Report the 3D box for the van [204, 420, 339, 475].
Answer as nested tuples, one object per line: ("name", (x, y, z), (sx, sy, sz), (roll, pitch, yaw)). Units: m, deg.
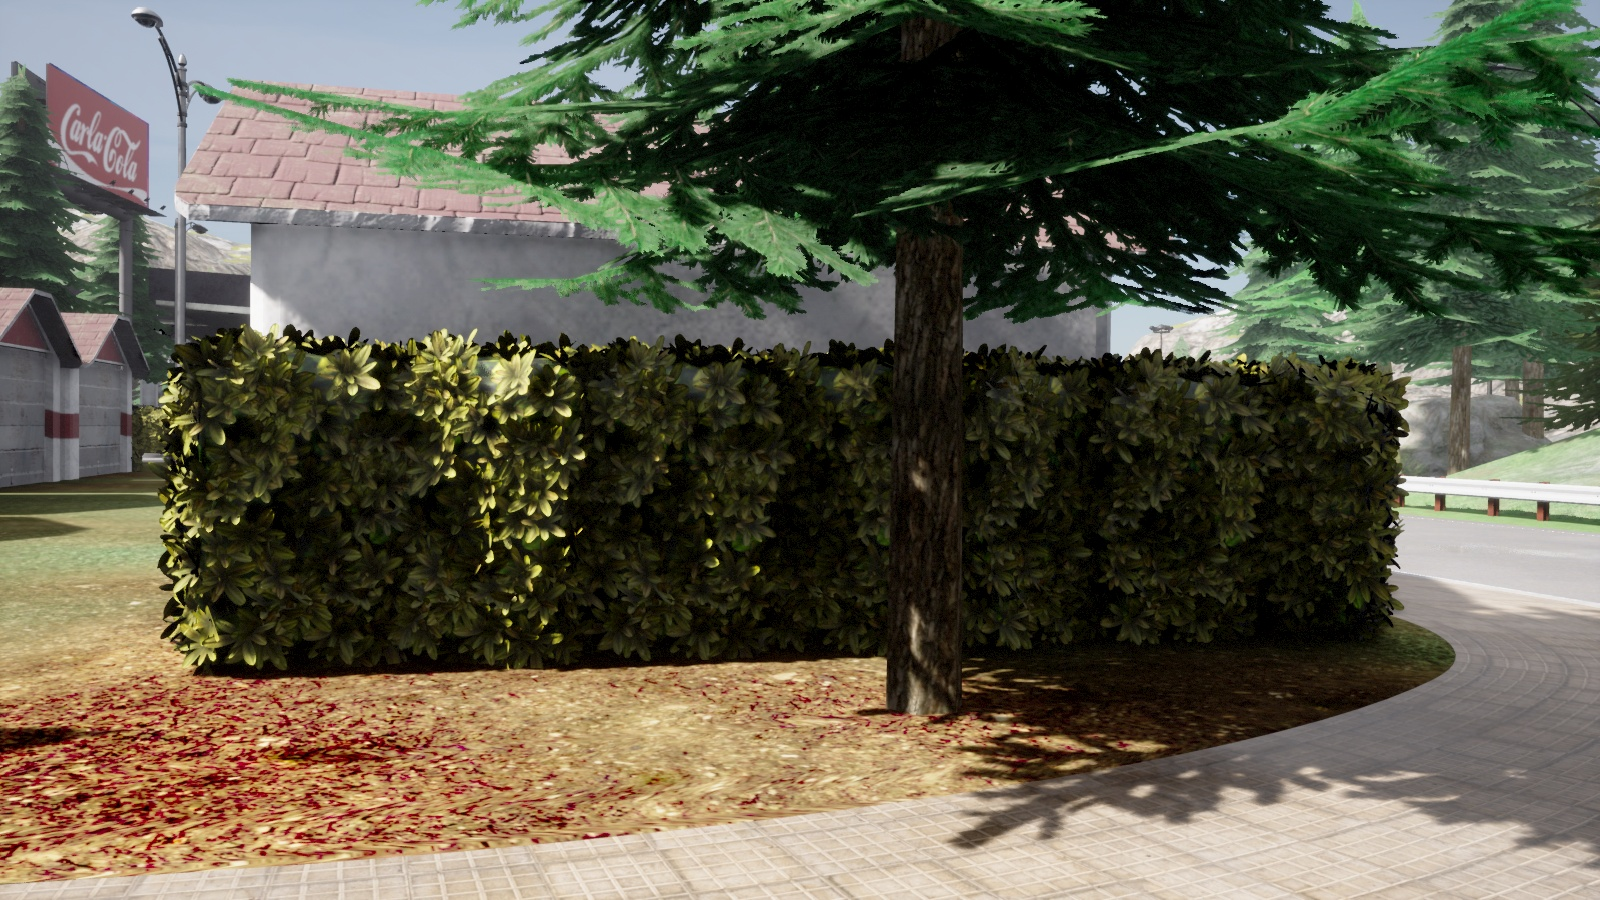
("van", (-19.764, -0.103, 47.132), (4.442, 1.987, 1.775), (0, 0, -14))
